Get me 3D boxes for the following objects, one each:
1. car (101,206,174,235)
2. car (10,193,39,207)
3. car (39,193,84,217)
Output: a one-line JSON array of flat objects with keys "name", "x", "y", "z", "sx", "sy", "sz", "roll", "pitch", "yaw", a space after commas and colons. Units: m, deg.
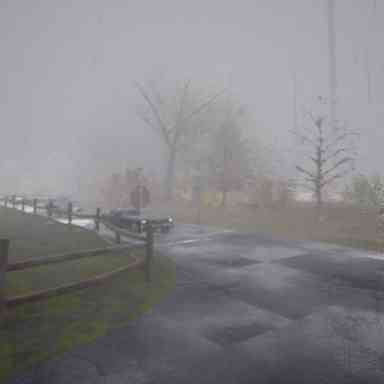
[{"name": "car", "x": -2.913, "y": 1.402, "z": 17.197, "sx": 1.895, "sy": 1.301, "sz": 4.718, "roll": 0, "pitch": 1, "yaw": -38}, {"name": "car", "x": -19.898, "y": 0.884, "z": 38.802, "sx": 2.033, "sy": 1.411, "sz": 5.357, "roll": 0, "pitch": 1, "yaw": -38}, {"name": "car", "x": -10.168, "y": 1.092, "z": 26.405, "sx": 2.128, "sy": 1.511, "sz": 4.902, "roll": 0, "pitch": 1, "yaw": -38}]
